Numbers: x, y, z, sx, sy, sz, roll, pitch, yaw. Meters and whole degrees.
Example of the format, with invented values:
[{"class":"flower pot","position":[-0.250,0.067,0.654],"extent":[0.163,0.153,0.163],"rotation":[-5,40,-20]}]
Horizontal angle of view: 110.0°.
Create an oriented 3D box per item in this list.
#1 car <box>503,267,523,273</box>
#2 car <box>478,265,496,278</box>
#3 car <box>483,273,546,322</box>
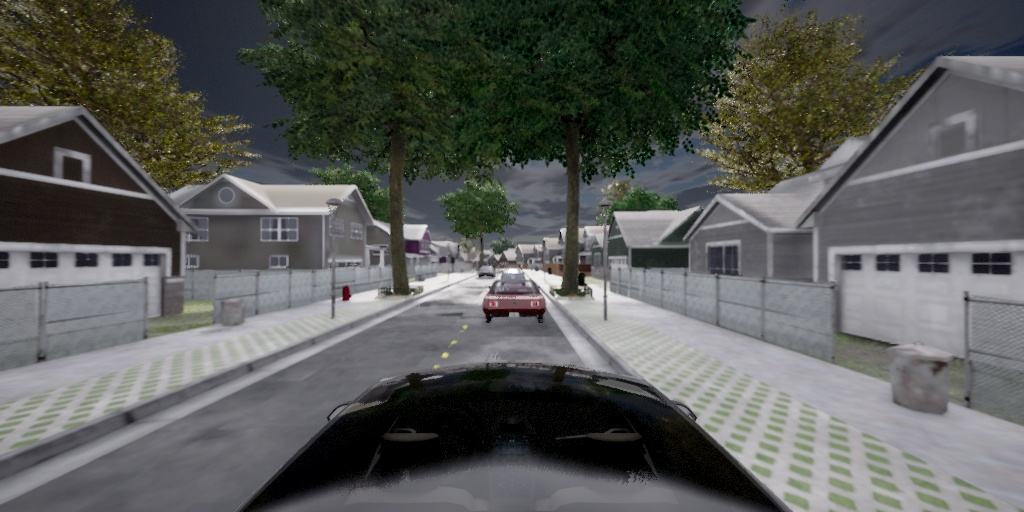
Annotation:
[{"class":"car","position":[0.082,1.593,27.915],"extent":[2.033,1.411,5.357],"rotation":[0,-1,0]},{"class":"car","position":[-2.849,1.789,41.231],"extent":[2.033,1.411,5.357],"rotation":[0,-1,0]},{"class":"car","position":[0.081,1.453,12.695],"extent":[1.895,1.301,4.718],"rotation":[0,-1,0]}]
